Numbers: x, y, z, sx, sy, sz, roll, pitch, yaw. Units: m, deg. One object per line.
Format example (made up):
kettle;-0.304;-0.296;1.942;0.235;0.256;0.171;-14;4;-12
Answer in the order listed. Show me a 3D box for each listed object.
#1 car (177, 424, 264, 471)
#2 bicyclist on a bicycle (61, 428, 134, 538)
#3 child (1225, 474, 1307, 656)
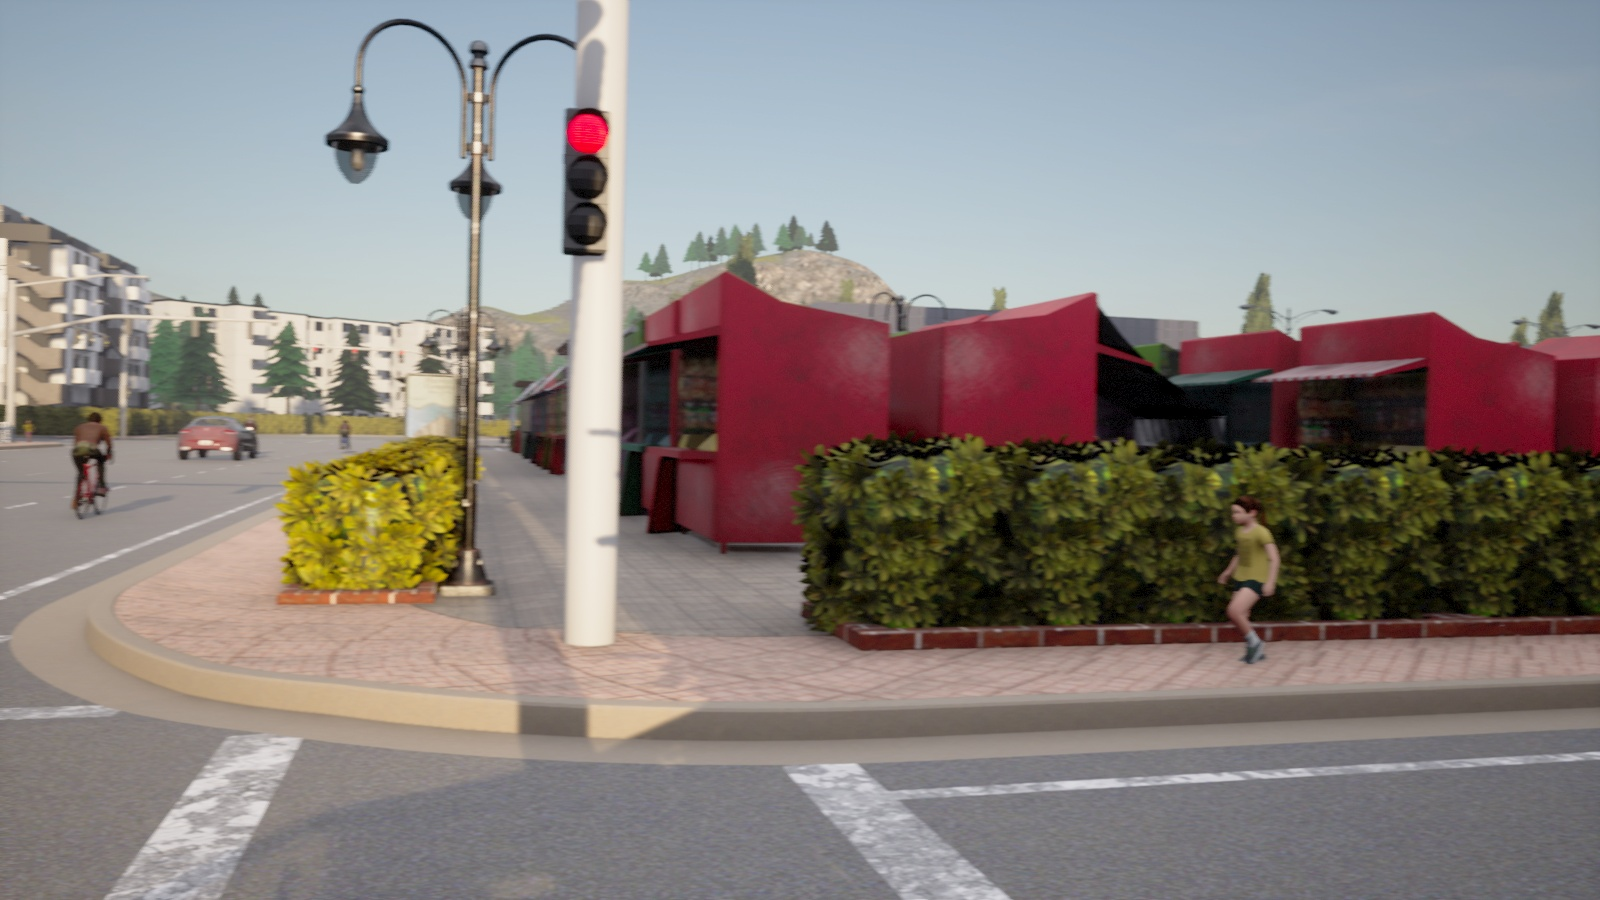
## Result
car;-21.912;-0.128;47.675;2.152;1.651;5.027;0;1;-15
bicyclist on a bicycle;-10.829;0.481;19.401;0.582;1.620;1.656;0;1;-15
child;2.920;0.711;7.877;0.394;1.110;0.255;0;1;-12
